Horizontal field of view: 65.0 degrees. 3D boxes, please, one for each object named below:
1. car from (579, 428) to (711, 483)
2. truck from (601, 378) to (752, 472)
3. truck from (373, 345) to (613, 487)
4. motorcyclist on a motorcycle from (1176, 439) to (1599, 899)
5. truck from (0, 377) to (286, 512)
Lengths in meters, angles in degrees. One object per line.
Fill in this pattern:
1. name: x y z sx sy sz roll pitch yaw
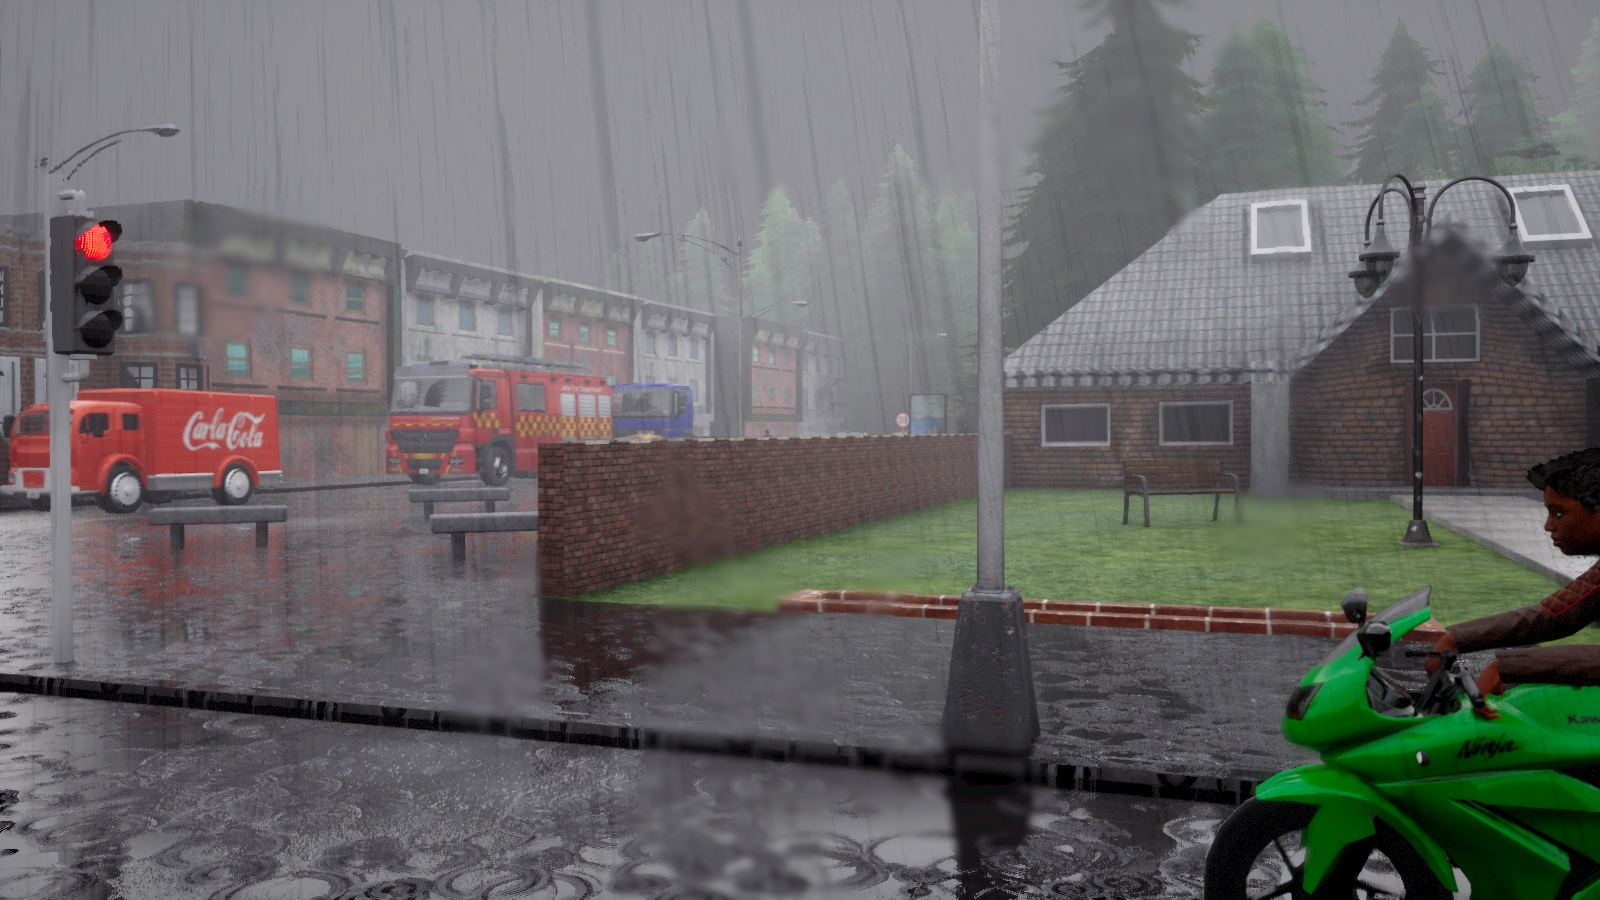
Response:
1. car: -4.673 0.127 38.787 1.801 1.575 5.366 1 1 20
2. truck: -4.748 -0.977 50.270 2.891 3.462 7.936 1 1 20
3. truck: -9.060 -0.986 38.393 2.891 3.827 8.468 1 1 20
4. motorcyclist on a motorcycle: 2.021 0.770 3.074 2.044 1.523 0.797 2 2 20
5. truck: -13.562 -0.117 25.955 2.627 2.467 5.204 1 0 20
